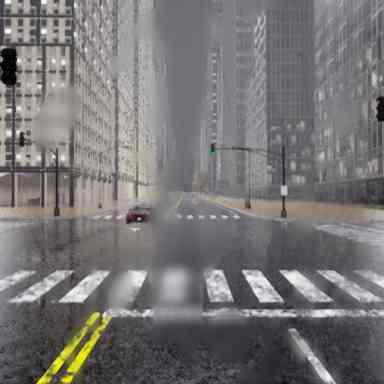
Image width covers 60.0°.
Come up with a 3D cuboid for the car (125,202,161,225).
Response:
[{"bbox_3d":[-3.556,1.626,24.153,1.994,1.385,4.181,0,-1,-1],"label":"car"}]

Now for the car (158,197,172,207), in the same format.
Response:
[{"bbox_3d":[-4.034,1.466,49.904,2.033,1.411,5.357,0,0,-1],"label":"car"}]
